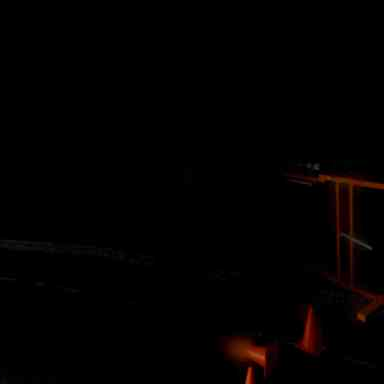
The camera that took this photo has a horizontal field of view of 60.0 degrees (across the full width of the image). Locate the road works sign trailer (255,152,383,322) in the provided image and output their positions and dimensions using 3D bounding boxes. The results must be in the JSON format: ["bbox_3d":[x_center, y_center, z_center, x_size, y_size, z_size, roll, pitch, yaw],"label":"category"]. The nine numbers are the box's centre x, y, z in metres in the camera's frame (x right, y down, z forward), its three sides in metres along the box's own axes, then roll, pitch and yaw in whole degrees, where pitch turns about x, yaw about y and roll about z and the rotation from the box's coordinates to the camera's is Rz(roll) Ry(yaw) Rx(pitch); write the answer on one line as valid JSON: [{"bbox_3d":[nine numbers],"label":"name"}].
[{"bbox_3d":[2.318,0.721,5.239,2.880,2.380,3.560,-17,18,-28],"label":"road works sign trailer"}]
